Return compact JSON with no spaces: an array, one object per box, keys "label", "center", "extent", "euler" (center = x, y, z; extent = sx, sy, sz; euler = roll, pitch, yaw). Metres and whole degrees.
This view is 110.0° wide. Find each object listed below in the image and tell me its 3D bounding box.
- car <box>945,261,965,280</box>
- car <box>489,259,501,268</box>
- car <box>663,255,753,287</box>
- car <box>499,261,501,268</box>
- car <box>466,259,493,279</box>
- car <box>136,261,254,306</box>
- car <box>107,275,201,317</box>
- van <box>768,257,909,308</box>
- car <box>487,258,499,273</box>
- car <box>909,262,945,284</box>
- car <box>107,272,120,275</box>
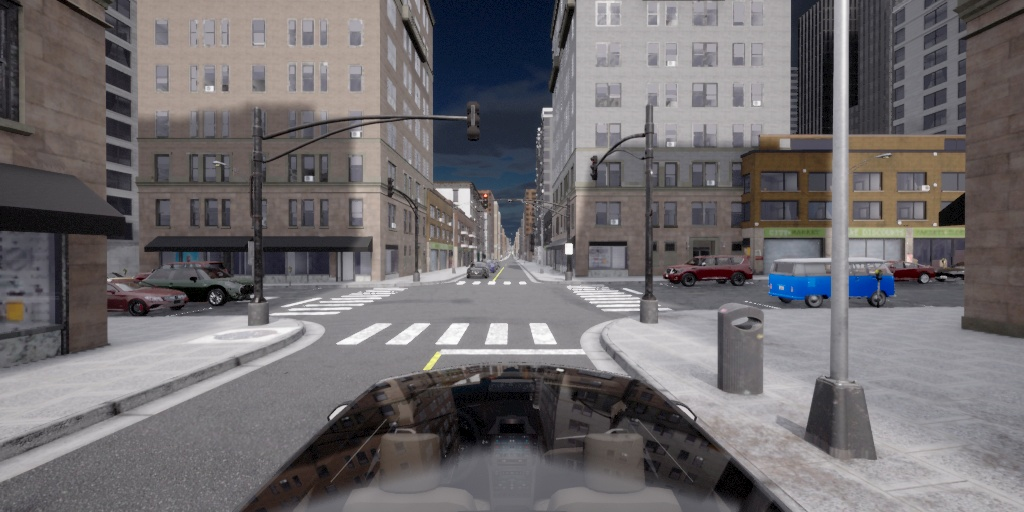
[{"label":"car","center":[28.935,0.916,22.234],"extent":[4.313,1.339,1.948],"euler":[0,0,0]},{"label":"car","center":[-3.006,1.300,63.934],"extent":[1.837,1.490,4.892],"euler":[0,0,0]},{"label":"car","center":[12.108,0.872,22.201],"extent":[5.009,1.841,2.192],"euler":[0,0,0]},{"label":"car","center":[-3.056,1.283,53.607],"extent":[1.837,1.490,4.892],"euler":[0,0,0]},{"label":"car","center":[-3.075,1.260,33.261],"extent":[1.837,1.490,4.892],"euler":[0,0,0]},{"label":"car","center":[-14.001,1.269,16.267],"extent":[4.553,1.767,2.097],"euler":[-1,0,0]},{"label":"car","center":[-14.811,1.528,13.625],"extent":[4.207,1.307,1.802],"euler":[0,0,0]},{"label":"van","center":[12.125,0.957,13.676],"extent":[3.998,1.789,1.690],"euler":[0,0,0]},{"label":"car","center":[-3.064,1.116,43.459],"extent":[2.097,1.767,4.553],"euler":[0,0,0]},{"label":"car","center":[23.326,0.964,22.223],"extent":[4.507,1.381,1.888],"euler":[0,0,0]},{"label":"car","center":[-26.007,1.552,22.129],"extent":[4.829,1.417,1.751],"euler":[0,0,0]}]
